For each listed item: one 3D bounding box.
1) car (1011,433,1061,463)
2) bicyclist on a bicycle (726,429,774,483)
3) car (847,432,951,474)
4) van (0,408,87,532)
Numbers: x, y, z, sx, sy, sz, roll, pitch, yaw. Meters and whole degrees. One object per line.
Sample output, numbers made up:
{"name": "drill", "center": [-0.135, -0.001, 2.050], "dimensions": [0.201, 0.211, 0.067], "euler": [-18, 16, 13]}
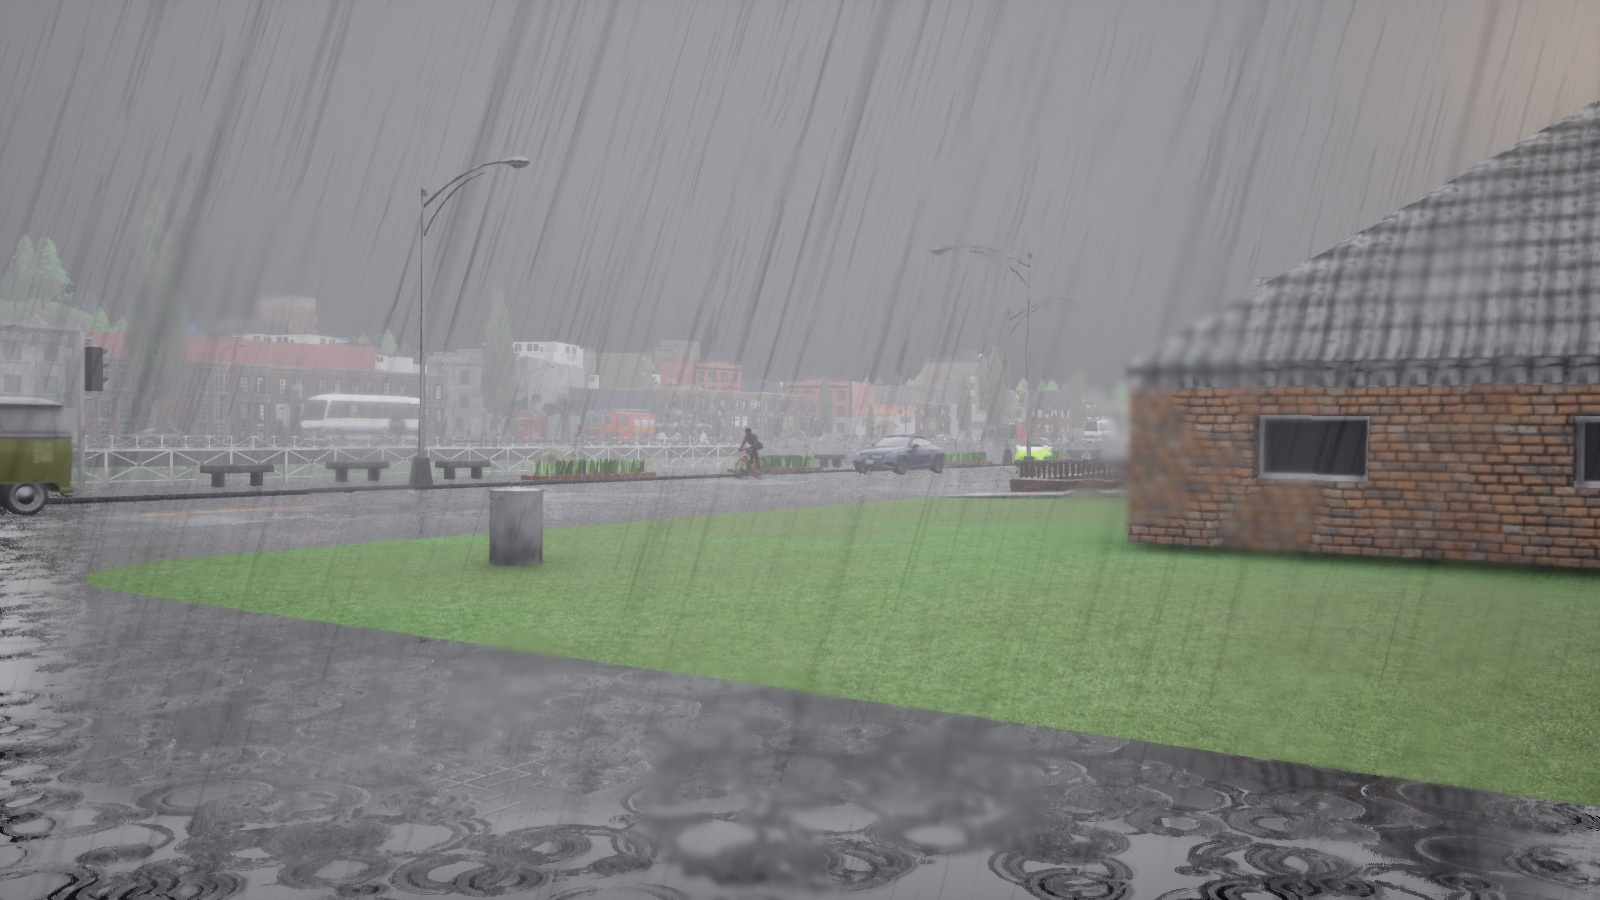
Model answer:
{"name": "car", "center": [10.806, -0.096, 57.474], "dimensions": [1.481, 1.376, 2.207], "euler": [0, 1, 34]}
{"name": "bicyclist on a bicycle", "center": [-1.534, 0.167, 38.891], "dimensions": [0.582, 1.620, 1.656], "euler": [0, 1, 34]}
{"name": "car", "center": [3.770, 0.083, 46.879], "dimensions": [1.812, 1.442, 4.674], "euler": [0, 1, 34]}
{"name": "van", "center": [-14.097, 0.339, 19.971], "dimensions": [1.775, 1.987, 4.442], "euler": [0, 1, 34]}
